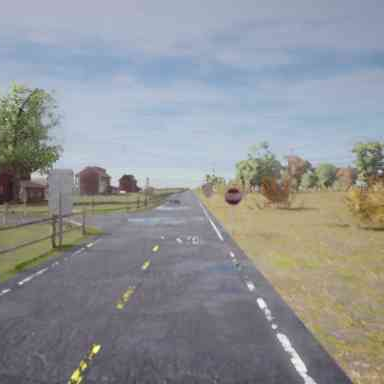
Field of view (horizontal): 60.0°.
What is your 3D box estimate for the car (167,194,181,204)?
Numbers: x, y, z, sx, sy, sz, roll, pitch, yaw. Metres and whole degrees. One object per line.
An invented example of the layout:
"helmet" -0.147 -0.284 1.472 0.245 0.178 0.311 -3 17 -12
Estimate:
"car" -2.765 1.144 52.306 1.837 1.490 4.892 0 1 0
